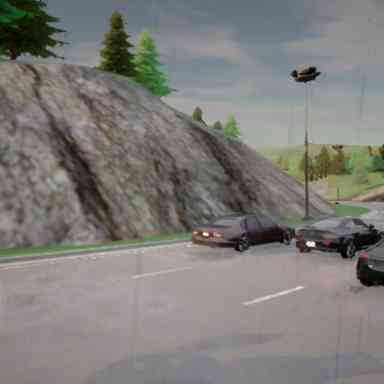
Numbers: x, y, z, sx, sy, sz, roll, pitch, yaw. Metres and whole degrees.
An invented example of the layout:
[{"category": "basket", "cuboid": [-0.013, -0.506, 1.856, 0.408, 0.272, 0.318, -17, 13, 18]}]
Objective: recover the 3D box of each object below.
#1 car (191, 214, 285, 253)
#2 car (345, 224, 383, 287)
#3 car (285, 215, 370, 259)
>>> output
[{"category": "car", "cuboid": [2.415, 1.672, 14.437, 5.357, 1.411, 2.033, 0, -1, -41]}, {"category": "car", "cuboid": [5.944, 1.608, 8.456, 4.181, 1.385, 1.994, 0, -1, -40]}, {"category": "car", "cuboid": [5.798, 1.613, 12.883, 4.674, 1.442, 1.812, 0, 0, -41]}]
